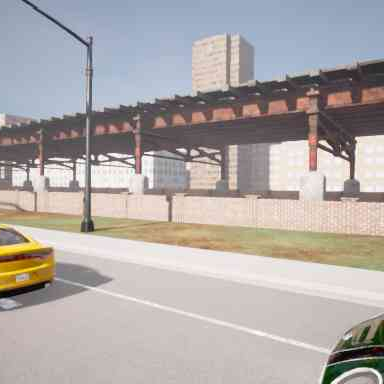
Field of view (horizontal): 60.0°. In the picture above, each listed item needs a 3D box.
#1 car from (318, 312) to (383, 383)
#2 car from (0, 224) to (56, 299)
[{"bbox_3d":[3.065,1.353,1.805,4.553,1.767,2.097,0,0,36],"label":"car"},{"bbox_3d":[-5.218,1.452,7.721,5.008,1.535,1.882,0,0,36],"label":"car"}]
